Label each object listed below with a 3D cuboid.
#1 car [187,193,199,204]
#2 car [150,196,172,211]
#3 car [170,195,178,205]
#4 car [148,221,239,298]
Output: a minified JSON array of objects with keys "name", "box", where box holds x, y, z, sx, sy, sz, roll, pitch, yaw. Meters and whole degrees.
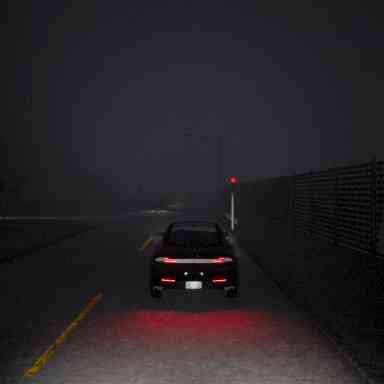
[{"name":"car","box":[0.149,1.221,62.323,2.150,2.045,5.566,0,0,0]},{"name":"car","box":[-4.070,1.547,41.821,2.033,1.411,5.357,0,0,0]},{"name":"car","box":[-4.035,1.505,58.187,1.837,1.490,4.892,0,0,0]},{"name":"car","box":[0.055,1.492,8.524,2.128,1.511,4.902,0,0,1]}]
